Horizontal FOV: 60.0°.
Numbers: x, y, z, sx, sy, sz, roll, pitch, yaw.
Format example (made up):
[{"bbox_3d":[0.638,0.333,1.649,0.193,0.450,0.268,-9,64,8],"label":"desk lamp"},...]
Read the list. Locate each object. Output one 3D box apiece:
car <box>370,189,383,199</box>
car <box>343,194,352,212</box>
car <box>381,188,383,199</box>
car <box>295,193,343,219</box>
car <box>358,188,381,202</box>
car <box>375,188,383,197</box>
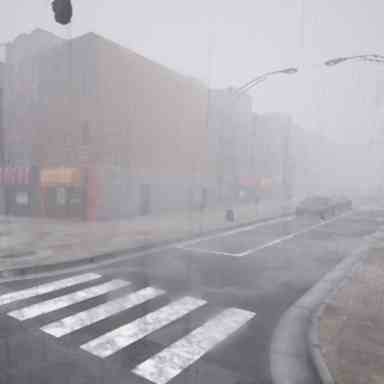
[{"bbox_3d":[27.591,0.201,49.033,1.802,1.307,4.206,3,3,35],"label":"car"},{"bbox_3d":[11.513,0.802,26.532,1.887,1.381,4.507,3,3,35],"label":"car"},{"bbox_3d":[24.378,0.186,44.528,1.967,1.590,4.097,3,3,35],"label":"car"},{"bbox_3d":[8.297,0.952,22.033,1.947,1.339,4.313,3,3,35],"label":"car"},{"bbox_3d":[21.160,0.454,40.034,1.802,1.307,4.206,3,3,35],"label":"car"},{"bbox_3d":[30.807,0.060,53.533,1.947,1.339,4.313,3,3,35],"label":"car"}]
